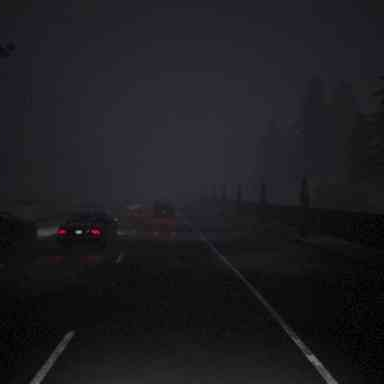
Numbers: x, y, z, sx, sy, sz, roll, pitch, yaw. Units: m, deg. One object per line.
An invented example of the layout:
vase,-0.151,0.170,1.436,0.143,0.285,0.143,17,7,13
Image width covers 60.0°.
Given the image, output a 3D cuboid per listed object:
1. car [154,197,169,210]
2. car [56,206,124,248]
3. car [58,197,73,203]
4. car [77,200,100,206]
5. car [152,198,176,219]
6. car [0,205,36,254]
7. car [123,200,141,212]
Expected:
car,-3.992,1.514,43.636,1.882,1.535,5.008,0,0,-6
car,-4.525,1.567,15.015,2.033,1.411,5.357,0,0,-6
car,-28.493,1.702,75.079,1.895,1.301,4.718,0,0,-6
car,-9.798,1.642,31.949,1.895,1.301,4.718,0,0,-6
car,-2.490,1.502,29.318,1.882,1.535,5.008,0,-1,-6
car,-7.910,1.517,13.378,2.128,1.511,4.902,0,0,-5
car,-7.097,1.641,39.755,1.895,1.301,4.718,0,0,-6
